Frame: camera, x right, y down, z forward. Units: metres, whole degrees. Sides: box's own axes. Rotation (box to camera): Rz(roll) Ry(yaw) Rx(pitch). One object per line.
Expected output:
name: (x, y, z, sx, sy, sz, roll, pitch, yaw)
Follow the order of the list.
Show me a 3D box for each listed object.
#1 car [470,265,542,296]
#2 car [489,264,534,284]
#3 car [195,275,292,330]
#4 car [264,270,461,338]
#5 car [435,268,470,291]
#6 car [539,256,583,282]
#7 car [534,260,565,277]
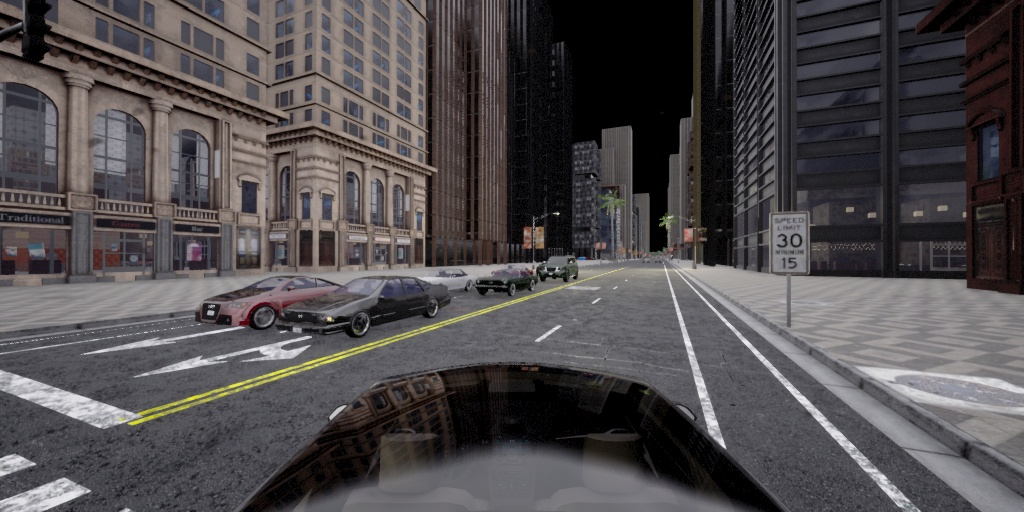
car: (-0.177, 1.358, 19.479, 1.895, 1.301, 4.718, 0, 0, 23)
car: (0.081, 1.364, 28.523, 1.895, 1.301, 4.718, 0, 0, 23)
car: (-7.135, 1.316, 11.247, 1.994, 1.385, 4.181, 0, 0, 23)
car: (-3.874, 1.299, 10.631, 2.033, 1.411, 5.357, 0, 0, 23)
car: (-3.762, 1.357, 19.332, 1.895, 1.301, 4.718, 0, 0, 23)
car: (3.951, 0.987, 29.347, 2.150, 2.045, 5.566, 0, 0, 22)
car: (4.051, 1.251, 37.925, 1.882, 1.535, 5.008, 0, 0, 23)
